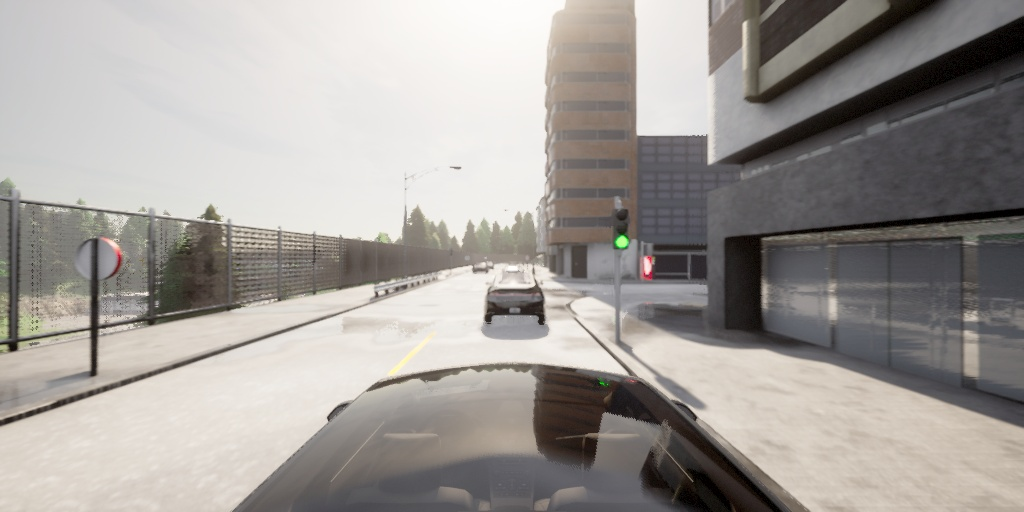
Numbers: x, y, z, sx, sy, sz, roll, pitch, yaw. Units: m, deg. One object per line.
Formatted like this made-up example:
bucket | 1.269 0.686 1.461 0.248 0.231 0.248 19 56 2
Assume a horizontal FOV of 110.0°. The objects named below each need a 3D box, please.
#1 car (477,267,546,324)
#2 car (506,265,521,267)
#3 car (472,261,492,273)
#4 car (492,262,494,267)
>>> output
car | 0.087 1.298 12.258 2.128 1.511 4.902 0 0 0
car | 0.099 1.455 31.198 2.033 1.411 5.357 0 0 0
car | -4.077 1.558 47.374 1.994 1.385 4.181 0 0 0
car | -4.024 1.617 61.402 2.033 1.411 5.357 0 0 1
